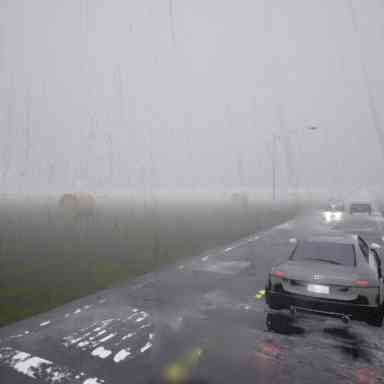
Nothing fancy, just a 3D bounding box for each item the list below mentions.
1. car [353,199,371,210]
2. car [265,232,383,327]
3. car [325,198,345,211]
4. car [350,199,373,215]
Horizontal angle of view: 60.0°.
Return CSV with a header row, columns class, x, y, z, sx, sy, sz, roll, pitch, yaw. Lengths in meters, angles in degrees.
class,x,y,z,sx,sy,sz,roll,pitch,yaw
car,22.011,1.558,43.022,1.895,1.301,4.718,0,0,28
car,3.018,1.562,7.247,1.994,1.385,4.181,0,0,28
car,17.092,1.460,39.626,2.128,1.511,4.902,0,0,28
car,17.130,1.454,33.730,1.882,1.535,5.008,0,0,28
